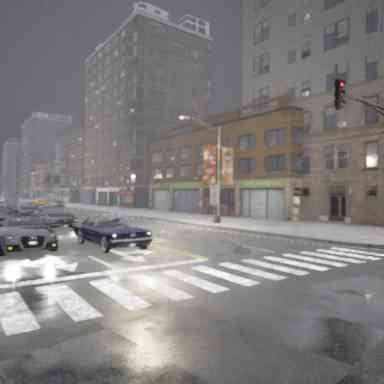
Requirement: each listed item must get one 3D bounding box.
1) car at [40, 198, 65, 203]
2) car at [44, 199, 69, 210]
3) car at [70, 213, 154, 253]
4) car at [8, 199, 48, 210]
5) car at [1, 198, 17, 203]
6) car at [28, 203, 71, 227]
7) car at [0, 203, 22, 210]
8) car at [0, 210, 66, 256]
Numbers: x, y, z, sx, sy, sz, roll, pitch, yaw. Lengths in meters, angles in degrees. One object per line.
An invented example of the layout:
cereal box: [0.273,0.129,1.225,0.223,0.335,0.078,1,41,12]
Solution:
car: [-15.039,1.716,36.266,1.812,1.442,4.674,1,-1,-36]
car: [-19.707,1.789,48.250,2.033,1.411,5.357,1,-1,-36]
car: [-3.524,1.708,14.441,1.895,1.301,4.718,1,-1,-36]
car: [-15.152,1.682,30.544,2.033,1.411,5.357,1,-1,-36]
car: [-21.139,1.491,38.907,2.097,1.767,4.553,1,-1,-35]
car: [-9.175,1.671,22.259,2.033,1.411,5.357,1,-1,-36]
car: [-12.610,1.639,21.477,1.994,1.385,4.181,1,-1,-36]
car: [-6.795,1.623,13.422,1.994,1.385,4.181,1,-1,-36]
